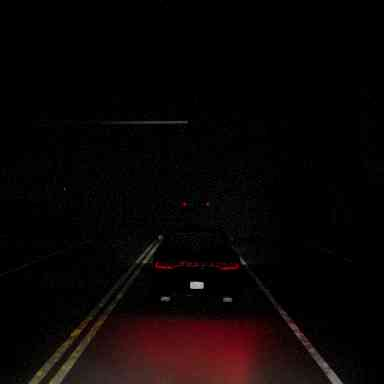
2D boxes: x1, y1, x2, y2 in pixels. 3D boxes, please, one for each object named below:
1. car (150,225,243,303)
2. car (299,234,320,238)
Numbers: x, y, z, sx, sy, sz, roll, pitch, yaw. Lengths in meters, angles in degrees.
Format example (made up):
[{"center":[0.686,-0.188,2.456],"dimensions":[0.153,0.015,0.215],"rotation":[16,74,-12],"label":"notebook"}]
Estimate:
[{"center":[0.097,1.593,8.568],"dimensions":[1.882,1.535,5.008],"rotation":[1,-1,0],"label":"car"},{"center":[11.166,4.782,31.826],"dimensions":[5.008,1.535,1.882],"rotation":[-1,-14,4],"label":"car"}]
